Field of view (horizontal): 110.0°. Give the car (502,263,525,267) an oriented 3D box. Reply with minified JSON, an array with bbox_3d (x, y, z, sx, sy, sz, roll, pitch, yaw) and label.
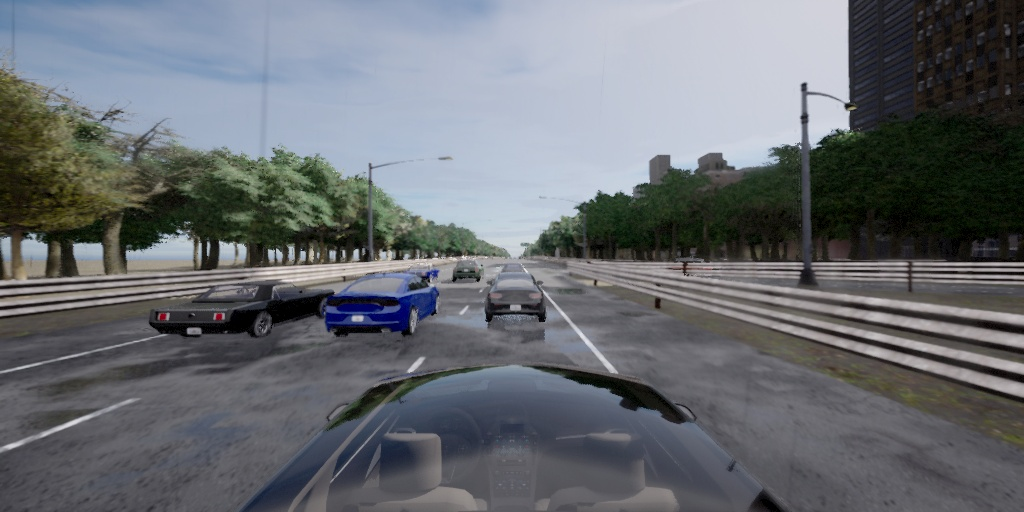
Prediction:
[{"bbox_3d":[0.107,1.266,29.705,1.994,1.385,4.181,0,0,0],"label":"car"}]

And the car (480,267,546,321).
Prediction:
[{"bbox_3d":[0.102,1.270,12.265,1.812,1.442,4.674,0,0,0],"label":"car"}]

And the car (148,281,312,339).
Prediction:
[{"bbox_3d":[-6.898,1.347,10.011,1.895,1.301,4.718,0,0,0],"label":"car"}]

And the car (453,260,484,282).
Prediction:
[{"bbox_3d":[-3.395,1.059,28.669,2.097,1.767,4.553,0,0,0],"label":"car"}]

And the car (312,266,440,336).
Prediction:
[{"bbox_3d":[-3.396,1.223,10.369,1.882,1.535,5.008,0,0,0],"label":"car"}]

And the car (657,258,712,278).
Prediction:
[{"bbox_3d":[14.422,0.954,30.401,2.097,1.767,4.553,0,-1,-26],"label":"car"}]
